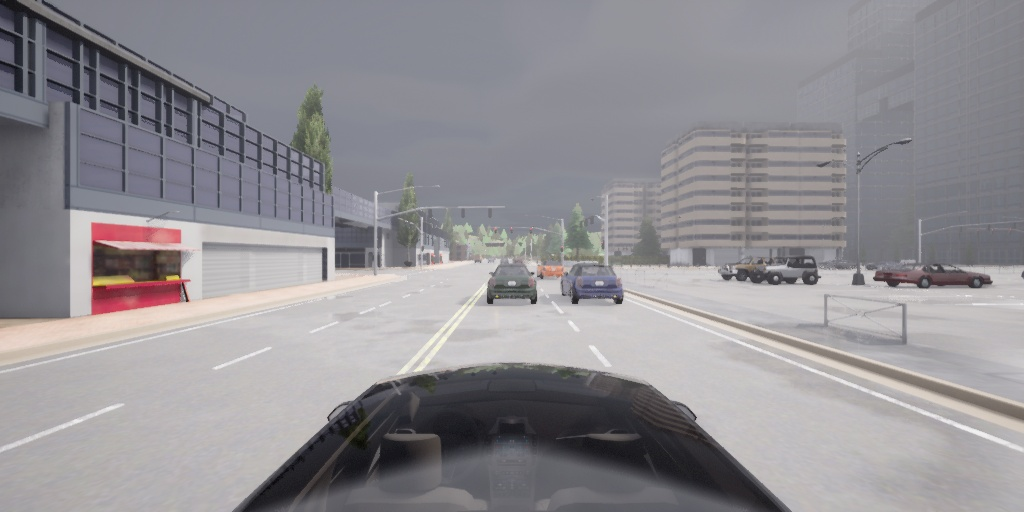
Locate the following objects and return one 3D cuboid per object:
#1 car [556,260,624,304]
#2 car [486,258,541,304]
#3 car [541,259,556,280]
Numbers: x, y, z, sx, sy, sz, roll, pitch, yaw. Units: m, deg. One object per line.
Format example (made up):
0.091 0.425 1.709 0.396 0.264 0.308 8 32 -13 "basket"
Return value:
3.500 1.114 16.470 2.097 1.767 4.553 0 0 0 "car"
0.000 1.114 16.470 2.097 1.767 4.553 0 0 0 "car"
3.374 1.114 31.587 2.097 1.767 4.553 0 0 -1 "car"
